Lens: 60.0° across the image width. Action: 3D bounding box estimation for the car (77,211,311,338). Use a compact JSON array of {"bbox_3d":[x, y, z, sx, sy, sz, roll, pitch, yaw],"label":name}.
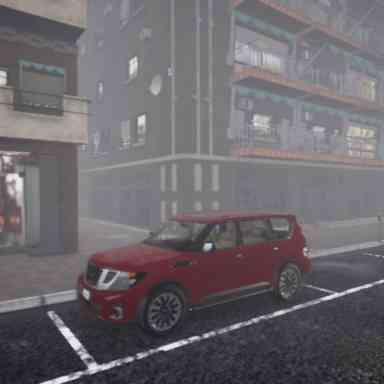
[{"bbox_3d":[0.349,1.345,6.823,5.009,1.841,2.192,1,-1,-35],"label":"car"}]
